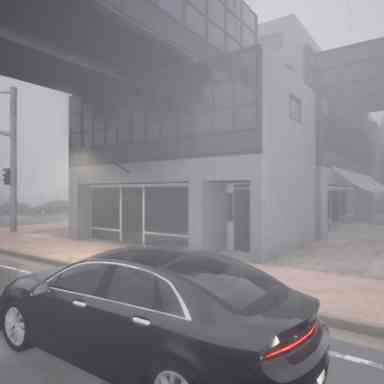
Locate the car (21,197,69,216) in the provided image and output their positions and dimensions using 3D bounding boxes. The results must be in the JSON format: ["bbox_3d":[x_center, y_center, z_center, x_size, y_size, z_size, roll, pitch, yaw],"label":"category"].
[{"bbox_3d":[-13.921,1.533,33.181,1.837,1.490,4.892,0,0,36],"label":"car"}]

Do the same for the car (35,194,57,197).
[{"bbox_3d":[-31.140,1.214,69.861,4.605,1.855,1.932,0,0,35],"label":"car"}]

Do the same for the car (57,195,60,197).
[{"bbox_3d":[-29.411,1.425,72.185,3.905,1.438,1.784,0,0,35],"label":"car"}]

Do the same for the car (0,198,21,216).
[{"bbox_3d":[-18.299,1.596,33.130,1.994,1.385,4.181,0,0,36],"label":"car"}]

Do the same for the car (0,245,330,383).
[{"bbox_3d":[-0.762,1.508,4.538,4.892,1.490,1.837,0,0,36],"label":"car"}]
